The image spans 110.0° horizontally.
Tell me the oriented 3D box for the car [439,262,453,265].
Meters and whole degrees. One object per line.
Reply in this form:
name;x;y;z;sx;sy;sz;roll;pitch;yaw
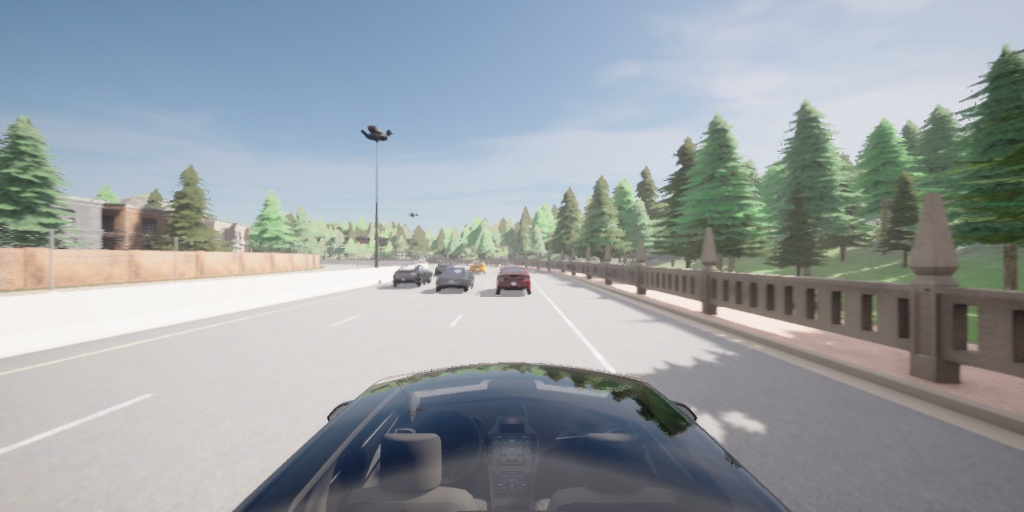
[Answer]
car;-7.281;1.399;39.652;2.128;1.511;4.902;0;0;-4

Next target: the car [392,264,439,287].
car;-6.916;1.341;25.291;2.128;1.511;4.902;0;0;0

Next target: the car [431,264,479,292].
car;-3.413;1.398;22.181;1.994;1.385;4.181;0;0;0

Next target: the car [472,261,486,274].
car;-4.218;1.400;44.286;1.882;1.535;5.008;0;0;-6

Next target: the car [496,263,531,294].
car;0.087;1.305;21.182;1.882;1.535;5.008;0;0;0
